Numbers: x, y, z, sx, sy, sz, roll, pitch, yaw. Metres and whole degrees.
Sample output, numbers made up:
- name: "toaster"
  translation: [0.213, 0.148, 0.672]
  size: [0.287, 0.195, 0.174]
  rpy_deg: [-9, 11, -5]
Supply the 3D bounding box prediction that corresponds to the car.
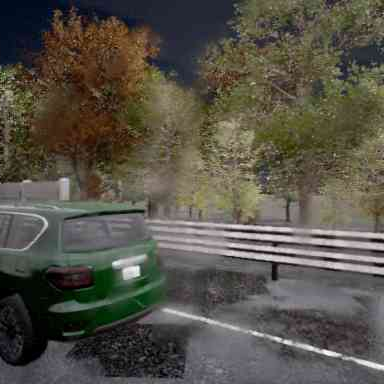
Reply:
- name: "car"
  translation: [-3.016, 1.195, 6.047]
  size: [5.566, 2.045, 2.150]
  rpy_deg: [0, 0, 35]
